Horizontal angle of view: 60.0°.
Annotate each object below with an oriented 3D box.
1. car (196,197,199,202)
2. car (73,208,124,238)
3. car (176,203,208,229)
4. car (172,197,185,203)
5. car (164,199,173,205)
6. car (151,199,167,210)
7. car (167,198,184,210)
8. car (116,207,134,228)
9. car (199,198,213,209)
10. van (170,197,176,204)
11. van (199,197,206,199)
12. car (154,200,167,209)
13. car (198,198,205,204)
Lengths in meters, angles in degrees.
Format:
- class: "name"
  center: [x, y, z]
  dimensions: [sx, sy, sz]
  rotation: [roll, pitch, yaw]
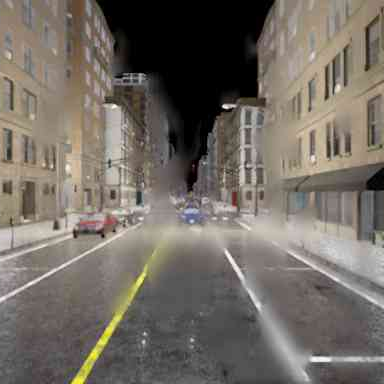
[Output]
- class: "car"
  center: [2.646, 2.180, 78.555]
  dimensions: [2.192, 1.841, 5.009]
  rotation: [0, -1, 0]
- class: "car"
  center: [-5.387, 1.795, 18.966]
  dimensions: [1.802, 1.307, 4.206]
  rotation: [0, -1, 0]
- class: "car"
  center: [0.018, 1.795, 24.100]
  dimensions: [1.812, 1.442, 4.674]
  rotation: [0, -1, 0]
- class: "car"
  center: [-2.755, 2.271, 67.649]
  dimensions: [1.812, 1.442, 4.674]
  rotation: [0, 0, 0]
- class: "car"
  center: [-5.414, 2.389, 78.381]
  dimensions: [1.752, 1.417, 4.829]
  rotation: [0, -1, 0]
- class: "car"
  center: [-5.389, 2.120, 51.522]
  dimensions: [2.008, 1.369, 4.403]
  rotation: [0, -1, 0]
- class: "car"
  center: [-2.824, 2.123, 52.128]
  dimensions: [2.033, 1.411, 5.357]
  rotation: [0, -1, 2]
- class: "car"
  center: [-5.387, 1.826, 24.647]
  dimensions: [2.008, 1.369, 4.403]
  rotation: [0, -1, 0]
- class: "car"
  center: [2.640, 2.179, 56.928]
  dimensions: [2.008, 1.369, 4.403]
  rotation: [0, -1, 0]
- class: "van"
  center: [-5.429, 2.385, 94.770]
  dimensions: [1.690, 1.788, 3.998]
  rotation: [0, -1, 0]
- class: "van"
  center: [2.642, 2.029, 62.337]
  dimensions: [1.690, 1.788, 3.998]
  rotation: [0, -1, 0]
- class: "car"
  center: [-5.394, 2.152, 56.758]
  dimensions: [1.752, 1.417, 4.829]
  rotation: [0, -1, 0]
- class: "car"
  center: [2.650, 2.571, 94.939]
  dimensions: [1.752, 1.417, 4.829]
  rotation: [0, -1, 0]
